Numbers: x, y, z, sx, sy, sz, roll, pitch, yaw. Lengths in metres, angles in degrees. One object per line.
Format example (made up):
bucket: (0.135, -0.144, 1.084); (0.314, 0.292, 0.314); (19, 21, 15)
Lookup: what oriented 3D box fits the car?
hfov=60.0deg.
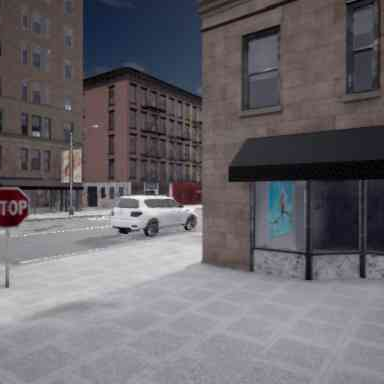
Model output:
car: (-1.922, 1.234, 18.416); (2.150, 2.045, 5.566); (0, 0, 35)
